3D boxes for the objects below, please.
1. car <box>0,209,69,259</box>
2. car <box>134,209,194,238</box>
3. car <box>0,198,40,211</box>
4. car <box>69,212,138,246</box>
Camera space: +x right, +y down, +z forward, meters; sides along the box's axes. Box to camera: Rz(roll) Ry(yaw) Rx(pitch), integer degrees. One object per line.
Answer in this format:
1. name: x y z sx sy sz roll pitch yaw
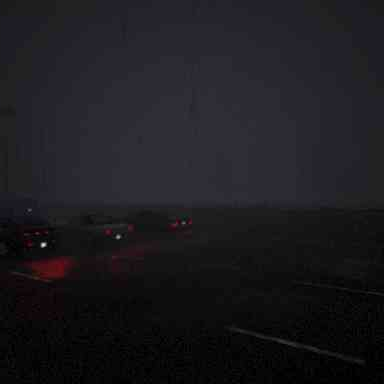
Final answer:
1. car: -7.313 1.653 13.404 4.892 1.490 1.837 0 0 36
2. car: -2.467 1.684 18.536 5.357 1.411 2.033 -1 0 35
3. car: -14.709 1.521 27.262 5.566 2.045 2.150 0 0 36
4. car: -5.082 1.745 16.108 4.718 1.301 1.895 -1 0 36
